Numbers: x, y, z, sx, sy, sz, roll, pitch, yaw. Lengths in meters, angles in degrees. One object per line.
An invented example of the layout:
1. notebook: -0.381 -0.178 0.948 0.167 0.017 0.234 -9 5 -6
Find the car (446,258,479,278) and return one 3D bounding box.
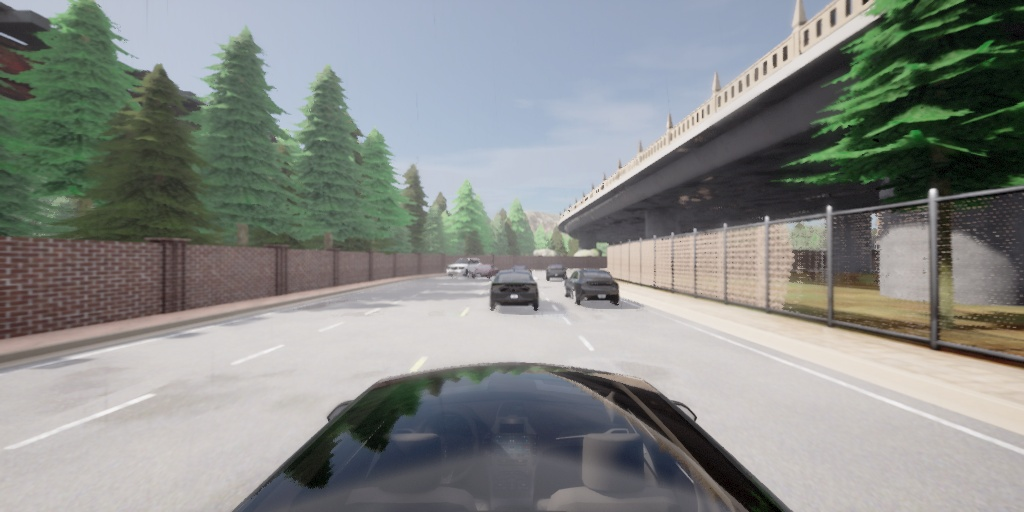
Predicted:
1. car: -5.206 1.268 39.741 2.150 2.045 5.566 0 -1 18

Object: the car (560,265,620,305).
1. car: 3.595 1.371 16.754 1.837 1.490 4.892 0 0 0

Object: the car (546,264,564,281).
1. car: 4.279 1.490 33.774 2.128 1.511 4.902 0 0 9

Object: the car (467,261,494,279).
1. car: -2.611 1.539 35.761 1.812 1.442 4.674 0 0 13

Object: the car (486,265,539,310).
1. car: 0.093 1.333 15.383 1.882 1.535 5.008 0 0 0

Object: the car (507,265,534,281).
1. car: 0.869 1.566 34.359 1.994 1.385 4.181 0 0 9
